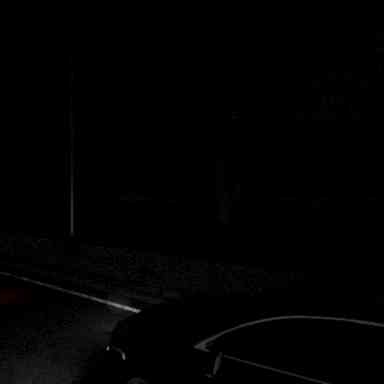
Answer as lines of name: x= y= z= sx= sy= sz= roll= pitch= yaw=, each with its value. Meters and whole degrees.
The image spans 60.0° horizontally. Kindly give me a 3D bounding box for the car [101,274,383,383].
car: x=1.298 y=1.506 z=2.759 sx=4.892 sy=1.490 sz=1.837 roll=0 pitch=0 yaw=35
